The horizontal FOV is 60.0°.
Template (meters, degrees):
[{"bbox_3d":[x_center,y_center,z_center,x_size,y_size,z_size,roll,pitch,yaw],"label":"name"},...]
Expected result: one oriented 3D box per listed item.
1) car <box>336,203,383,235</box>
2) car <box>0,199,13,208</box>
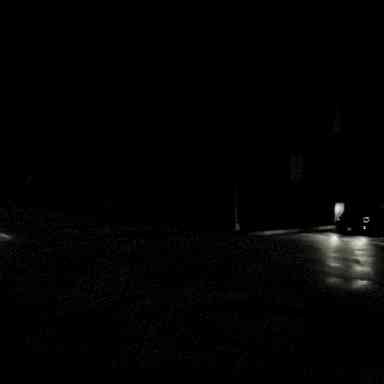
[{"bbox_3d":[10.817,1.570,20.325,4.553,1.767,2.097,1,0,-35],"label":"car"},{"bbox_3d":[-27.090,1.661,47.504,1.895,1.301,4.718,1,0,-39],"label":"car"}]
